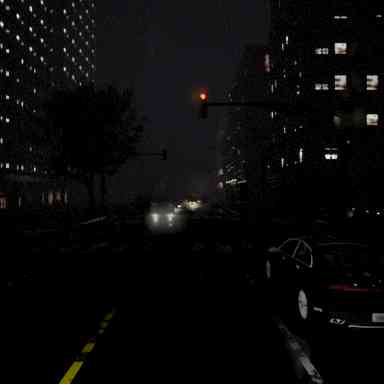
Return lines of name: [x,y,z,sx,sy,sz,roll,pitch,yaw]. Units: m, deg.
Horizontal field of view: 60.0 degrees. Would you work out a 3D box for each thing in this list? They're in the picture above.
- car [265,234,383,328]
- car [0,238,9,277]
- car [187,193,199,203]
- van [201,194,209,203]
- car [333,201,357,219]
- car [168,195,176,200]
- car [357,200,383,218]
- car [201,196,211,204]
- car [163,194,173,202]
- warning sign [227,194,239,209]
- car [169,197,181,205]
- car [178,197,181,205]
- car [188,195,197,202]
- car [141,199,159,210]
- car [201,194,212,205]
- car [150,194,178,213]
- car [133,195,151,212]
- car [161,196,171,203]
car: [2.699,1.551,6.908,2.008,1.369,4.403,0,0,0]
car: [-5.681,1.545,6.919,1.887,1.381,4.507,0,0,0]
car: [0.094,1.576,69.036,1.812,1.442,4.674,0,0,0]
van: [2.789,1.396,72.434,1.690,1.788,3.998,0,0,0]
car: [13.462,1.348,26.299,4.403,1.369,2.008,-1,1,0]
car: [-5.561,1.646,94.536,2.008,1.369,4.403,0,0,0]
car: [15.262,0.995,23.736,5.566,2.045,2.150,-1,0,0]
car: [2.782,1.572,67.080,1.752,1.417,4.829,0,0,0]
car: [-5.584,1.379,77.967,2.192,1.841,5.009,0,0,0]
warning sign: [5.127,1.135,41.418,1.300,1.860,1.060,0,0,0]
car: [-2.995,1.562,58.669,1.812,1.442,4.674,0,0,1]
car: [-3.030,1.503,47.369,1.882,1.535,5.008,0,0,0]
car: [0.110,1.441,79.043,2.128,1.511,4.902,0,0,0]
car: [-5.630,1.589,44.831,1.947,1.339,4.313,0,0,0]
car: [2.774,1.605,61.387,1.947,1.339,4.313,0,0,0]
car: [-3.048,1.368,37.041,2.097,1.767,4.553,0,0,0]
car: [-5.637,1.333,39.308,2.192,1.841,5.009,0,0,0]
car: [-5.592,1.621,72.445,1.947,1.339,4.313,0,0,0]
